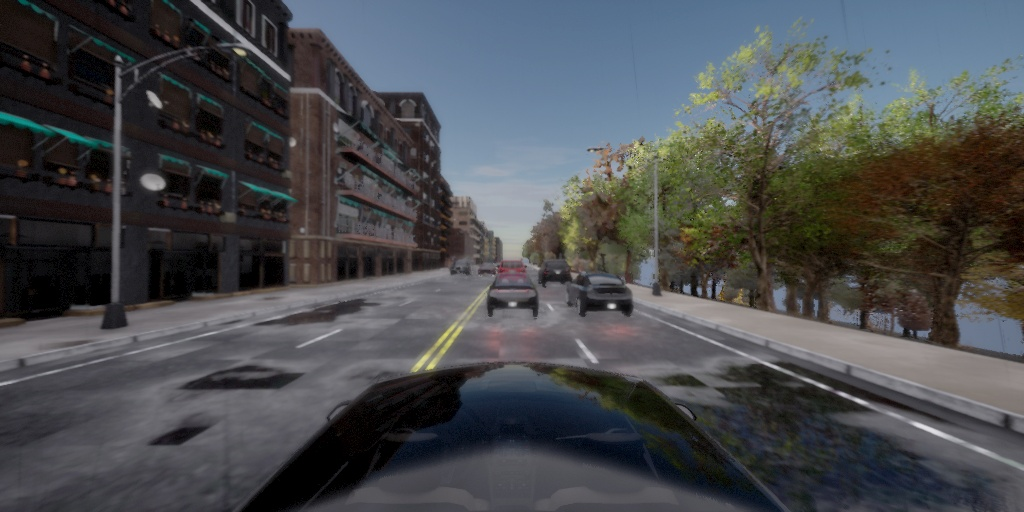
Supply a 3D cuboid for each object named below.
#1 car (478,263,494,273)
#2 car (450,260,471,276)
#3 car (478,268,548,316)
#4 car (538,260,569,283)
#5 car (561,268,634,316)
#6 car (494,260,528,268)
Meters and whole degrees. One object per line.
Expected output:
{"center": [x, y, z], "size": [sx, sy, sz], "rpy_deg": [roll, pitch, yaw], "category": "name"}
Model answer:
{"center": [-3.361, 1.680, 48.027], "size": [2.097, 1.767, 4.553], "rpy_deg": [0, -1, 0], "category": "car"}
{"center": [-6.624, 1.532, 46.727], "size": [2.150, 2.045, 5.566], "rpy_deg": [0, -1, 0], "category": "car"}
{"center": [0.039, 1.396, 14.151], "size": [2.128, 1.511, 4.902], "rpy_deg": [0, -1, 0], "category": "car"}
{"center": [3.271, 1.300, 28.027], "size": [2.150, 2.045, 5.566], "rpy_deg": [0, 0, 0], "category": "car"}
{"center": [3.289, 1.410, 14.150], "size": [1.837, 1.490, 4.892], "rpy_deg": [0, 0, 1], "category": "car"}
{"center": [0.022, 1.299, 27.966], "size": [2.150, 2.045, 5.566], "rpy_deg": [0, 0, 0], "category": "car"}
